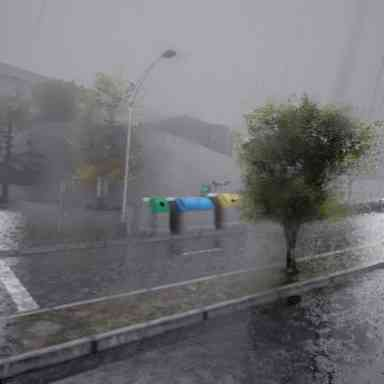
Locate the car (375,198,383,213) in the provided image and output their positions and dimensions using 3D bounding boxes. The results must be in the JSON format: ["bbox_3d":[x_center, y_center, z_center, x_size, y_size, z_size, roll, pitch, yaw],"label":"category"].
[{"bbox_3d":[19.925,1.489,37.341,4.892,1.521,2.231,0,0,28],"label":"car"}]

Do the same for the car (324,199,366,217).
[{"bbox_3d":[13.323,1.466,31.437,5.008,1.535,2.097,0,0,29],"label":"car"}]

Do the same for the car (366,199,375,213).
[{"bbox_3d":[15.512,1.348,33.408,4.553,1.767,2.185,0,-1,29],"label":"car"}]
